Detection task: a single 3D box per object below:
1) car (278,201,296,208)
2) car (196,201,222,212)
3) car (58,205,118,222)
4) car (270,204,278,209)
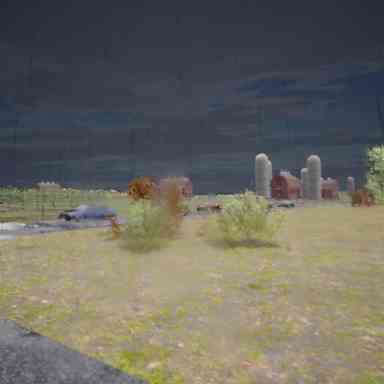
[{"bbox_3d":[17.206,2.269,60.241,1.895,1.301,4.718,-1,-1,36],"label":"car"},{"bbox_3d":[2.513,1.990,45.989,1.882,1.535,5.008,-1,-1,36],"label":"car"},{"bbox_3d":[-9.173,1.842,29.787,2.033,1.411,5.357,-1,-1,36],"label":"car"},{"bbox_3d":[11.245,2.060,51.916,1.837,1.490,4.892,-1,-1,36],"label":"car"}]
